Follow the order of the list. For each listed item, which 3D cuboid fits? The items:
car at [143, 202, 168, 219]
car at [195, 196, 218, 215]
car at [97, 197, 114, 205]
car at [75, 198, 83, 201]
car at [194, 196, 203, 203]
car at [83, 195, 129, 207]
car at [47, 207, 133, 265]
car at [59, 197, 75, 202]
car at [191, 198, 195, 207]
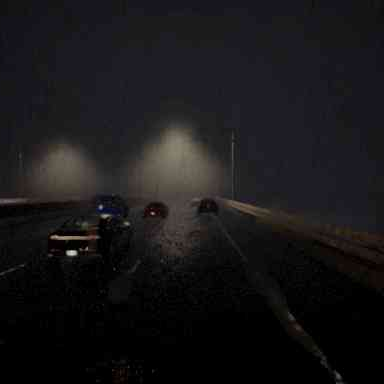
[{"bbox_3d":[-3.129,1.555,29.050,1.812,1.442,4.674,0,0,1],"label":"car"},{"bbox_3d":[1.589,1.392,34.398,2.097,1.767,4.553,0,0,1],"label":"car"},{"bbox_3d":[-16.323,1.655,63.224,1.994,1.385,4.181,0,0,3],"label":"car"},{"bbox_3d":[-19.834,1.620,62.711,1.812,1.442,4.674,0,0,2],"label":"car"},{"bbox_3d":[1.395,1.539,68.574,1.895,1.301,4.718,0,0,2],"label":"car"},{"bbox_3d":[-6.665,1.247,27.096,2.150,2.045,5.566,0,0,1],"label":"car"},{"bbox_3d":[-3.344,1.499,11.725,2.128,1.511,4.902,0,0,0],"label":"car"},{"bbox_3d":[-23.332,1.609,62.786,2.128,1.511,4.902,0,0,2],"label":"car"},{"bbox_3d":[0.827,1.677,52.525,1.895,1.301,4.718,0,0,2],"label":"car"}]
